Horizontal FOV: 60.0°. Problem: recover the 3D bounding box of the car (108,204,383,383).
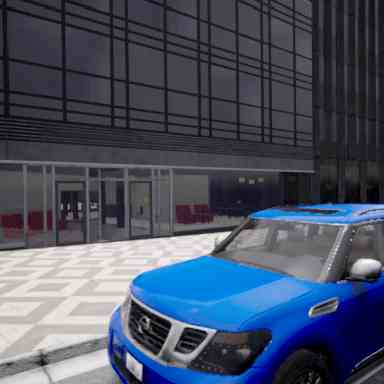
[{"bbox_3d":[1.723,1.220,4.612,5.566,2.045,2.150,0,0,-36],"label":"car"}]
